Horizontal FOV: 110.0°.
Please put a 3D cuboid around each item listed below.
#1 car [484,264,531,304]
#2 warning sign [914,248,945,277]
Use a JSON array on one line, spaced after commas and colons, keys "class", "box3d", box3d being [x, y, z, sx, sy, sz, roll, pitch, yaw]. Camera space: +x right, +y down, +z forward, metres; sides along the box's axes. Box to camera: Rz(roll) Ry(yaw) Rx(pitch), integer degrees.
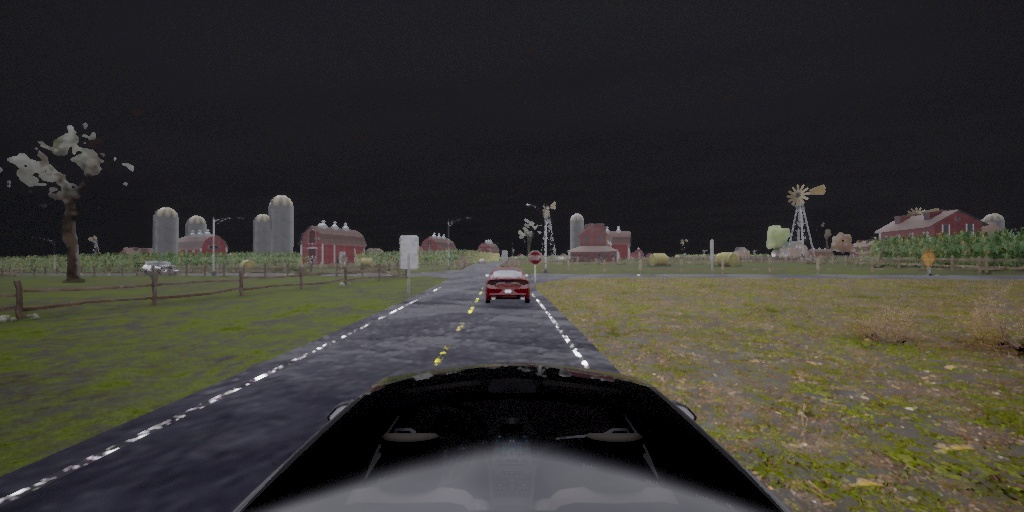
[{"class": "car", "box3d": [-0.226, 1.248, 16.574, 1.882, 1.535, 5.008, 0, 0, -2]}, {"class": "warning sign", "box3d": [27.619, 0.410, 23.715, 1.060, 1.860, 1.300, 0, 0, 19]}]
